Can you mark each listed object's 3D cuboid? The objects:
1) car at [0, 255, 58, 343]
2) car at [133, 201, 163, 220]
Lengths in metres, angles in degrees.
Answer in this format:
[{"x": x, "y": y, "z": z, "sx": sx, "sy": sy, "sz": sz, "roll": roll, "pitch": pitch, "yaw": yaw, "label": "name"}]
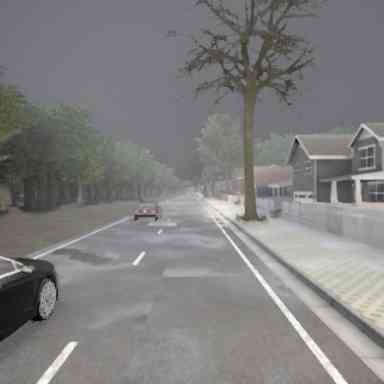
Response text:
[{"x": -3.400, "y": 1.477, "z": 4.295, "sx": 2.128, "sy": 1.511, "sz": 4.902, "roll": 0, "pitch": 0, "yaw": 0, "label": "car"}, {"x": -3.397, "y": 1.439, "z": 26.462, "sx": 2.033, "sy": 1.411, "sz": 5.357, "roll": 0, "pitch": 0, "yaw": 0, "label": "car"}]
